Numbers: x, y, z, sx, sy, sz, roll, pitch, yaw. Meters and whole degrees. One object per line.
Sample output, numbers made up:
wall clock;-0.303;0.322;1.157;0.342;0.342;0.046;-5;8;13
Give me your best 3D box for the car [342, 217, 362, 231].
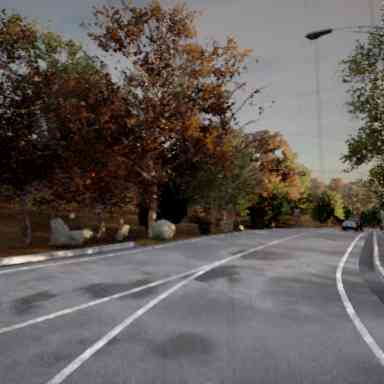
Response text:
car;20.632;4.370;43.345;2.033;1.411;5.357;1;-5;29
